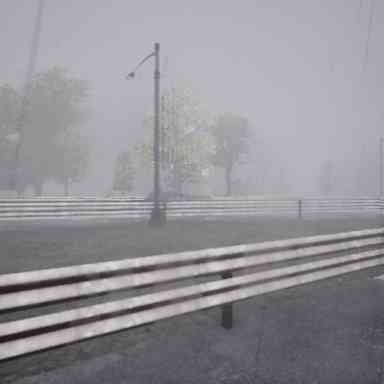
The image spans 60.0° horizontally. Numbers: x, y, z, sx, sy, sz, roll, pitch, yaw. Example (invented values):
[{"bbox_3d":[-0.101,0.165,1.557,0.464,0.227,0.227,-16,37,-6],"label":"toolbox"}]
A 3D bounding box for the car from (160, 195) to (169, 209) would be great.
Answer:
[{"bbox_3d":[-0.501,1.202,29.503,4.674,1.442,1.812,0,0,-22],"label":"car"}]

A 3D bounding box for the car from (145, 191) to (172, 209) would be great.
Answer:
[{"bbox_3d":[-1.911,0.884,32.710,5.566,2.045,2.150,0,0,-22],"label":"car"}]

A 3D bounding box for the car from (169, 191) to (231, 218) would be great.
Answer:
[{"bbox_3d":[0.891,1.023,26.290,4.553,1.767,2.097,0,0,-22],"label":"car"}]
